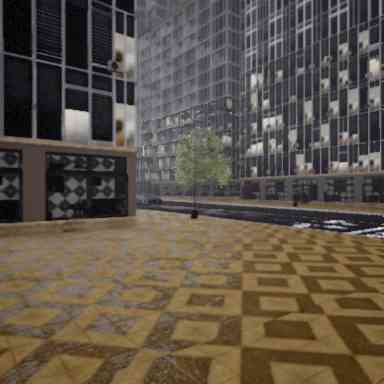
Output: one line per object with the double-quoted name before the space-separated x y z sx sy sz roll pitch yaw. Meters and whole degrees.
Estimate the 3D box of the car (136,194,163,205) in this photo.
"car" -5.336 0.899 41.057 1.994 1.385 4.181 0 1 -38
